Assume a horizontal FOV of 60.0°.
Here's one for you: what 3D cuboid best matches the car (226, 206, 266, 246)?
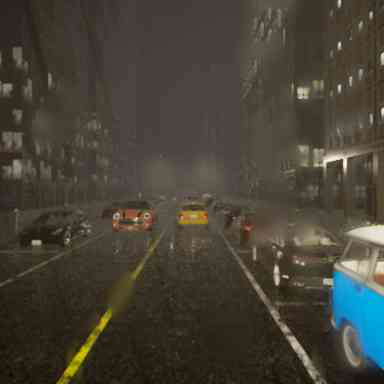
[{"bbox_3d":[2.693,1.481,14.340,1.802,1.307,4.206,1,0,0],"label":"car"}]

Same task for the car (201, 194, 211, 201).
[{"bbox_3d":[2.673,1.088,64.174,1.802,1.307,4.206,1,0,0],"label":"car"}]

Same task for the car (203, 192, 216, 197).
[{"bbox_3d":[2.683,1.132,41.865,1.967,1.590,4.097,1,0,0],"label":"car"}]

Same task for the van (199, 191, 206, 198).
[{"bbox_3d":[2.667,0.652,86.479,1.690,1.788,3.998,1,1,0],"label":"van"}]

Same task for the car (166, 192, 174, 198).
[{"bbox_3d":[-5.715,0.751,86.487,1.967,1.590,4.097,1,1,0],"label":"car"}]

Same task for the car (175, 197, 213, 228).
[{"bbox_3d":[0.092,1.309,20.788,1.801,1.575,5.366,0,0,0],"label":"car"}]

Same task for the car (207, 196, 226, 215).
[{"bbox_3d":[2.686,1.330,30.711,2.008,1.369,4.403,1,0,0],"label":"car"}]

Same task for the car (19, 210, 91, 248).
[{"bbox_3d":[-5.688,1.465,14.365,1.947,1.339,4.313,1,0,0],"label":"car"}]

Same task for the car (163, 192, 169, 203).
[{"bbox_3d":[-5.705,1.119,58.616,1.947,1.339,4.313,1,0,0],"label":"car"}]

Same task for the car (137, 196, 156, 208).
[{"bbox_3d":[-5.699,1.274,41.894,1.802,1.307,4.206,1,0,0],"label":"car"}]

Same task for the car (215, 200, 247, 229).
[{"bbox_3d":[2.691,1.425,20.013,1.947,1.339,4.313,1,0,0],"label":"car"}]

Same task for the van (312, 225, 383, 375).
[{"bbox_3d":[2.700,1.320,2.990,1.690,1.788,3.998,1,0,0],"label":"van"}]

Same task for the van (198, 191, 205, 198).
[{"bbox_3d":[2.664,0.601,92.055,1.690,1.788,3.998,1,1,0],"label":"van"}]

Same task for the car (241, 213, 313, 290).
[{"bbox_3d":[2.695,1.490,8.665,2.008,1.369,4.403,1,0,0],"label":"car"}]

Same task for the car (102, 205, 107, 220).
[{"bbox_3d":[-5.692,1.361,25.715,1.887,1.381,4.507,1,0,0],"label":"car"}]

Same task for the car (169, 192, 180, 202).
[{"bbox_3d":[-3.057,1.058,61.096,1.812,1.442,4.674,0,1,0],"label":"car"}]

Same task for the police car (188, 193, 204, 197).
[{"bbox_3d":[0.082,1.195,41.700,2.038,1.542,4.974,0,0,0],"label":"police car"}]

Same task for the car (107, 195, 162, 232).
[{"bbox_3d":[-3.108,1.218,19.028,2.097,1.767,4.553,0,0,0],"label":"car"}]
